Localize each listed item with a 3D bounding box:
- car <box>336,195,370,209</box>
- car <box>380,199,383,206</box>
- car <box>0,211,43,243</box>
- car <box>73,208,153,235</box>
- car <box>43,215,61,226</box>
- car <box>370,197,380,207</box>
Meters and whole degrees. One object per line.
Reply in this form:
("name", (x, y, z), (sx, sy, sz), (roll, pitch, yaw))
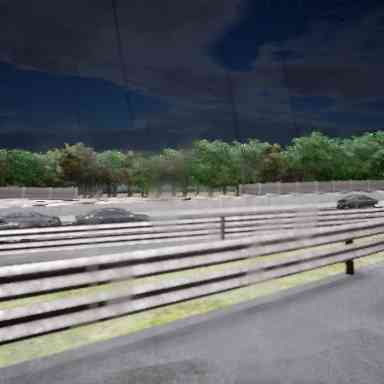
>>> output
("car", (16.152, 1.047, 31.738), (4.892, 1.490, 1.837), (-2, 1, -19))
("car", (16.712, 1.208, 24.539), (4.718, 1.301, 1.895), (-2, 1, -19))
("car", (-9.765, 1.806, 15.599), (4.553, 1.767, 2.097), (-2, 1, -19))
("car", (-4.875, 1.751, 20.944), (4.892, 1.490, 1.837), (-2, 1, -19))
("car", (-11.107, 1.979, 22.534), (4.181, 1.385, 1.994), (-2, 1, -19))
("car", (18.121, 1.049, 28.709), (4.674, 1.442, 1.812), (-2, 1, -19))
